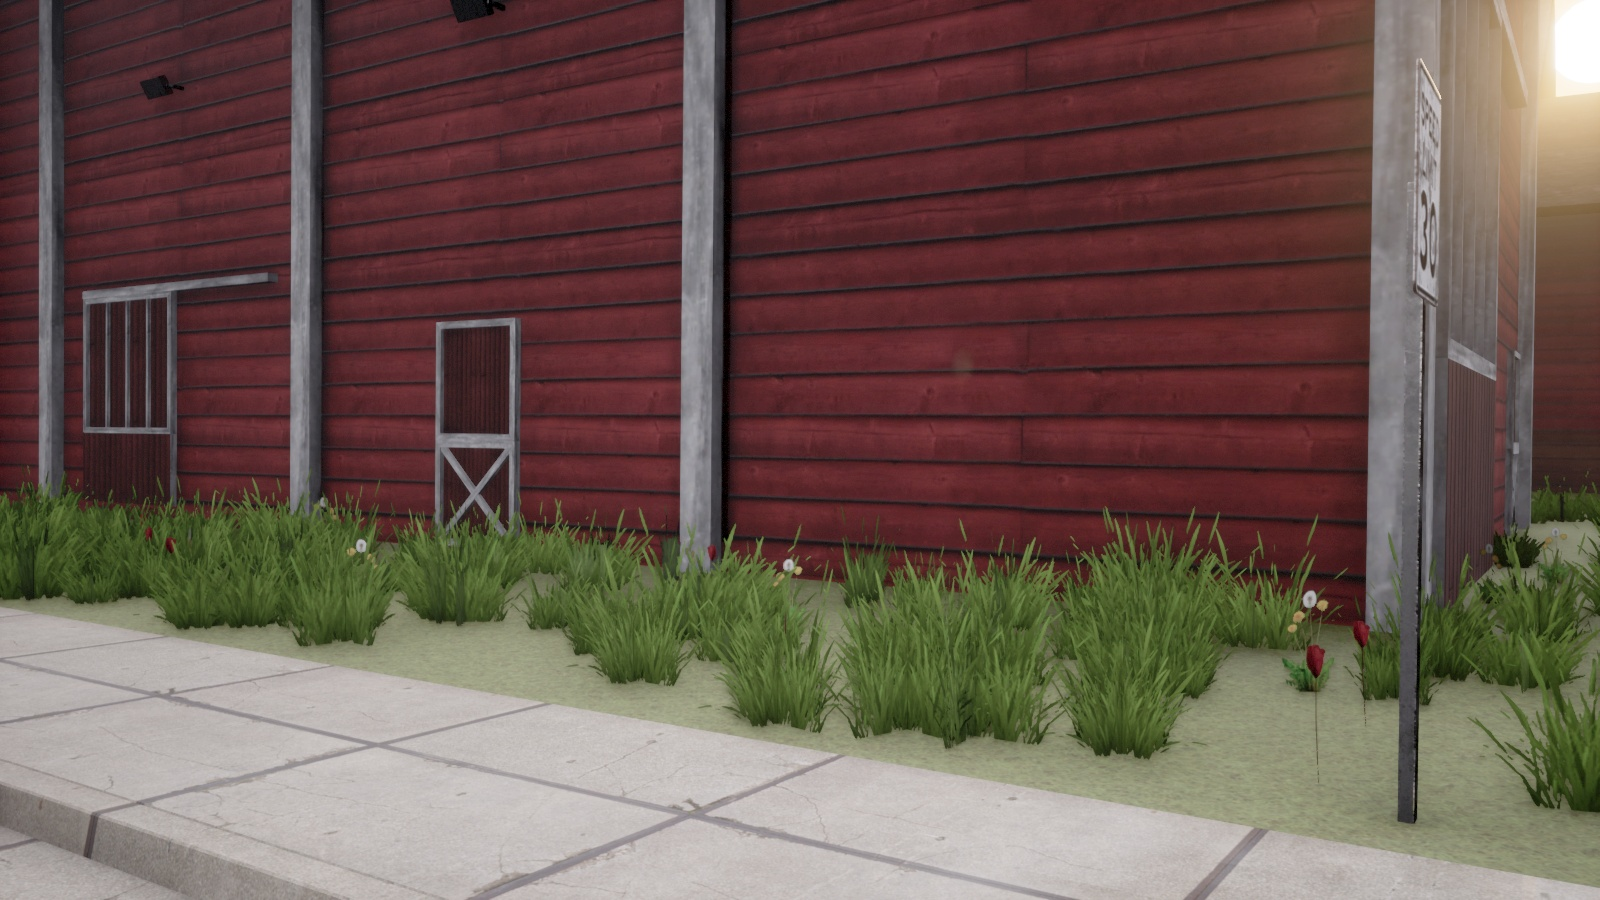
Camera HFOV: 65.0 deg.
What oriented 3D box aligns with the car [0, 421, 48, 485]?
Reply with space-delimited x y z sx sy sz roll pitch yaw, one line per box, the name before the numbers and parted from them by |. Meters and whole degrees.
car | -27.174 0.118 39.595 2.150 2.045 5.566 0 1 33
